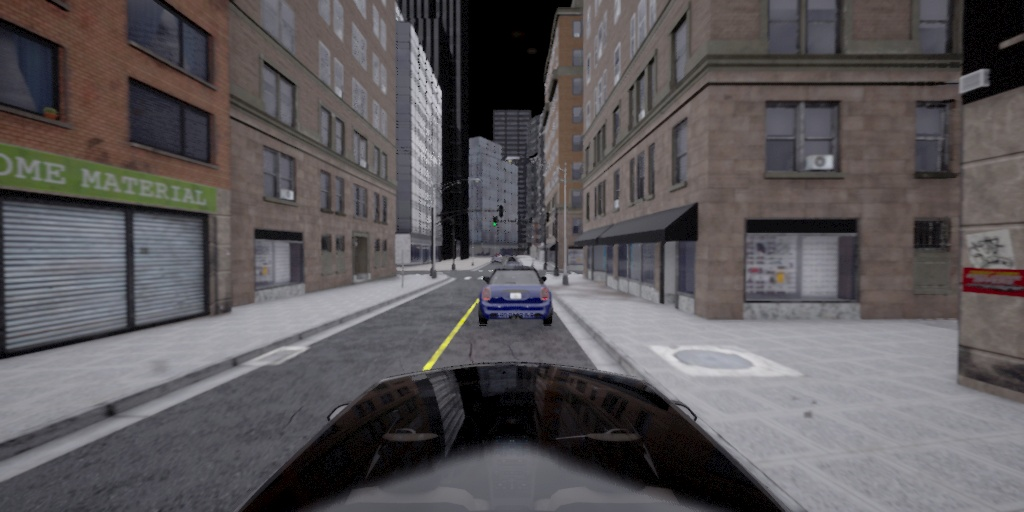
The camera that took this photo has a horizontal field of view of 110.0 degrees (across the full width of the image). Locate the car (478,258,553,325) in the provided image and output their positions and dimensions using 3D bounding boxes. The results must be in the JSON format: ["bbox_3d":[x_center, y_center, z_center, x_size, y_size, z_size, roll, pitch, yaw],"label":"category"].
[{"bbox_3d":[0.101,1.072,11.771,2.097,1.767,4.553,0,0,0],"label":"car"}]
